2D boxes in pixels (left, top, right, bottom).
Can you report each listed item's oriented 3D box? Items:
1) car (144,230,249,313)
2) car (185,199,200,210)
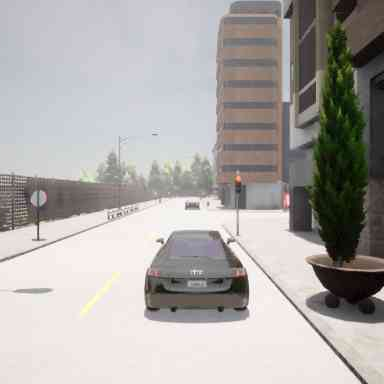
[{"bbox_3d":[0.085,1.564,7.772,1.994,1.385,4.181,0,0,0],"label":"car"},{"bbox_3d":[0.028,1.601,43.696,1.895,1.301,4.718,0,0,-1],"label":"car"}]
